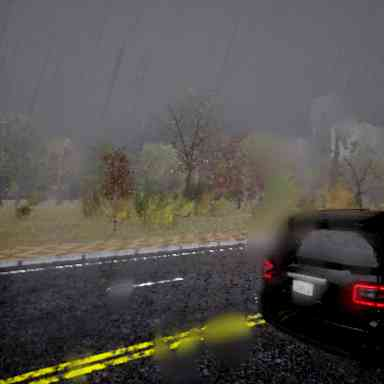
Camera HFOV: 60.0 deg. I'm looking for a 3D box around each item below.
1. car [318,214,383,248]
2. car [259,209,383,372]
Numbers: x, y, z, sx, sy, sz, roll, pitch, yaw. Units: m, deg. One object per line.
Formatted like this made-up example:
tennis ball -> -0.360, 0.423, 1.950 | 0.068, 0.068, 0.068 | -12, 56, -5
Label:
car -> 8.756, 1.883, 17.025 | 4.718, 1.301, 1.895 | 1, -1, -33
car -> 3.632, 1.318, 5.652 | 5.566, 2.045, 2.150 | 1, -1, -33
